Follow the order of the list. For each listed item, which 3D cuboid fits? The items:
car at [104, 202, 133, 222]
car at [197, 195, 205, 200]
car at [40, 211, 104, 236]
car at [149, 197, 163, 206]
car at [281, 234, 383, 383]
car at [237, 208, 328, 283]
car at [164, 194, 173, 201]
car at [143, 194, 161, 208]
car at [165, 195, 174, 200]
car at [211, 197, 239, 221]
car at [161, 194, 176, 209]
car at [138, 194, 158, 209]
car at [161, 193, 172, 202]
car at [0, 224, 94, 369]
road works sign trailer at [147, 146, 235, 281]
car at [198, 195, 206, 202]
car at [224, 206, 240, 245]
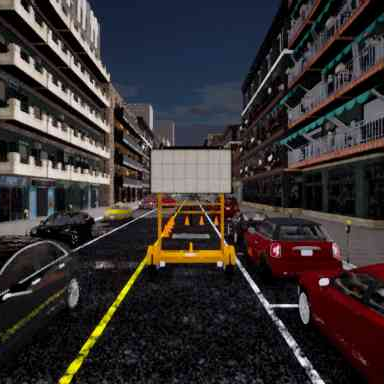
[{"bbox_3d":[-5.764,1.518,26.394,1.752,1.417,4.829,0,0,0],"label":"car"},{"bbox_3d":[2.437,1.500,88.585,1.887,1.381,4.507,0,0,0],"label":"car"},{"bbox_3d":[-5.732,1.562,15.291,1.947,1.339,4.313,0,0,0],"label":"car"},{"bbox_3d":[-5.847,1.560,54.747,1.802,1.307,4.206,0,0,0],"label":"car"},{"bbox_3d":[2.682,1.544,4.040,1.887,1.381,4.507,0,0,0],"label":"car"},{"bbox_3d":[2.665,1.438,9.676,1.967,1.590,4.097,0,0,0],"label":"car"},{"bbox_3d":[-5.927,1.399,82.928,1.967,1.590,4.097,0,0,0],"label":"car"},{"bbox_3d":[-5.829,1.296,49.111,2.192,1.841,5.009,0,0,0],"label":"car"},{"bbox_3d":[-5.944,1.500,88.565,1.887,1.381,4.507,0,0,0],"label":"car"},{"bbox_3d":[2.617,1.307,26.585,2.192,1.841,5.009,0,0,0],"label":"car"},{"bbox_3d":[-3.228,1.460,46.248,1.882,1.535,5.008,0,0,0],"label":"car"},{"bbox_3d":[-5.813,1.424,43.474,1.967,1.590,4.097,0,0,0],"label":"car"},{"bbox_3d":[-5.910,1.278,77.292,2.192,1.841,5.009,0,0,0],"label":"car"},{"bbox_3d":[-3.113,1.504,4.852,1.837,1.490,4.892,0,0,0],"label":"car"},{"bbox_3d":[-0.027,0.462,9.801,2.380,3.560,2.880,0,0,0],"label":"road works sign trailer"},{"bbox_3d":[2.469,1.488,77.483,1.752,1.417,4.829,0,0,0],"label":"car"},{"bbox_3d":[2.649,1.547,15.312,2.008,1.369,4.403,0,0,0],"label":"car"}]
